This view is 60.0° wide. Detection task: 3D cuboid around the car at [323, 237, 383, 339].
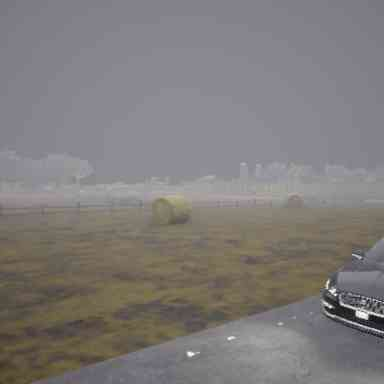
[{"bbox_3d":[4.425,1.497,6.190,4.892,1.490,1.837,-1,0,-35],"label":"car"}]
